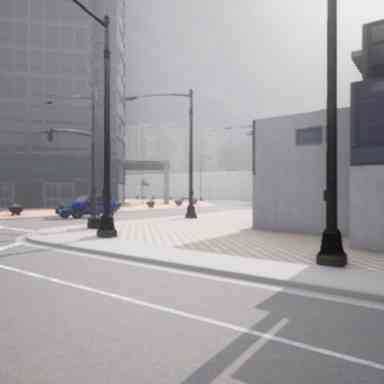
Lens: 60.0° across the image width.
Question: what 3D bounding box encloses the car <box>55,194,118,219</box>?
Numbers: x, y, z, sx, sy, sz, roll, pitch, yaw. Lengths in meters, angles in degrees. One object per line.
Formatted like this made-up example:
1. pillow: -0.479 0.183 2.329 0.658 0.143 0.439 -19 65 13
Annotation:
1. car: -9.163 1.218 29.403 2.150 2.045 5.566 0 0 36
